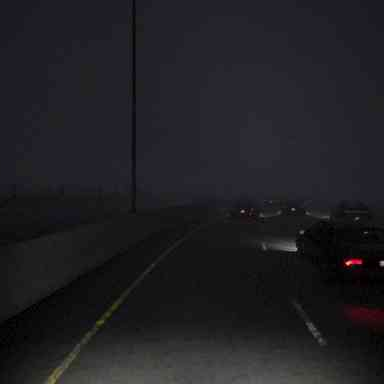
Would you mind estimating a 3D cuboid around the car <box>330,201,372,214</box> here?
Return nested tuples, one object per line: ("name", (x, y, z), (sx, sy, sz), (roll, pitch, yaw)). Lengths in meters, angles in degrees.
("car", (10.250, 1.335, 21.636), (2.128, 1.511, 4.902), (0, 0, 15))

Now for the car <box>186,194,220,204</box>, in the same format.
("car", (1.133, 1.230, 38.436), (2.033, 1.411, 5.357), (0, 0, 23))

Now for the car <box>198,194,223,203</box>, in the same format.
("car", (3.246, 1.078, 57.349), (2.033, 1.411, 5.357), (0, 1, 32))

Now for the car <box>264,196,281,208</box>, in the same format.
("car", (10.280, 1.186, 41.031), (2.163, 1.488, 4.792), (0, 1, 26))

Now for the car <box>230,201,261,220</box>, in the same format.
("car", (4.176, 1.359, 25.724), (1.994, 1.385, 4.181), (0, 0, 16))

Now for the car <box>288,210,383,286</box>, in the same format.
("car", (4.244, 1.480, 9.232), (2.033, 1.411, 5.357), (0, 0, 7))

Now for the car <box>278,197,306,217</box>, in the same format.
("car", (8.748, 1.347, 28.524), (1.994, 1.385, 4.181), (0, 0, 19))
